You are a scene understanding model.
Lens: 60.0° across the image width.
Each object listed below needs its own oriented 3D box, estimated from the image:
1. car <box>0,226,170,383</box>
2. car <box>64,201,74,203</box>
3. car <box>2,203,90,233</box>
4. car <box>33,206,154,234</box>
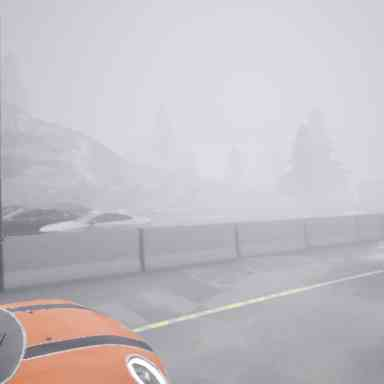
[{"bbox_3d":[-2.304,1.343,1.985,4.553,1.767,2.097,0,0,-36],"label":"car"},{"bbox_3d":[-9.210,1.408,22.913,5.008,1.535,1.882,0,0,-33],"label":"car"},{"bbox_3d":[-7.530,1.456,15.634,4.892,1.490,1.837,0,0,-34],"label":"car"},{"bbox_3d":[-3.839,1.484,13.896,4.674,1.442,1.812,0,0,-33],"label":"car"}]
